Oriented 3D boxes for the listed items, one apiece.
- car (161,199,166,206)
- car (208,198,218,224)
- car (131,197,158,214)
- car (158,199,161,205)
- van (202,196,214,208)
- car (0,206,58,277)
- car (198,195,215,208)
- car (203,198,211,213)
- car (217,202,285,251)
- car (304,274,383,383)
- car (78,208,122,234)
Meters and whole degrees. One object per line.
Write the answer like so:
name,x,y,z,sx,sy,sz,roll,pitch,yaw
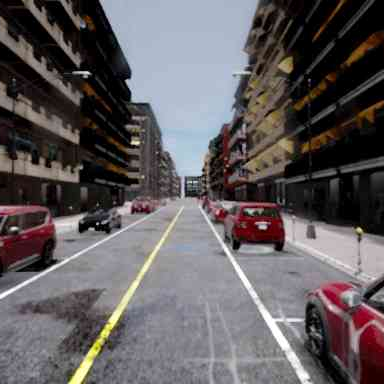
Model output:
car,-5.412,1.806,58.589,1.802,1.307,4.206,1,0,0
car,2.502,1.512,25.362,1.967,1.590,4.097,1,0,0
car,-5.363,1.429,36.465,2.192,1.841,5.009,1,0,0
car,-5.379,1.684,41.995,1.887,1.381,4.507,1,0,0
van,2.450,1.535,53.019,1.690,1.788,3.998,1,0,0
car,-5.309,1.336,8.813,2.192,1.841,5.009,1,0,0
car,2.462,1.481,47.488,2.192,1.841,5.009,1,0,0
car,2.478,1.697,36.424,1.802,1.307,4.206,1,0,0
car,2.527,1.351,14.299,2.192,1.841,5.009,1,0,0
car,2.587,1.448,3.237,1.967,1.590,4.097,1,0,0
car,-5.336,1.618,19.875,1.947,1.339,4.313,1,0,0
